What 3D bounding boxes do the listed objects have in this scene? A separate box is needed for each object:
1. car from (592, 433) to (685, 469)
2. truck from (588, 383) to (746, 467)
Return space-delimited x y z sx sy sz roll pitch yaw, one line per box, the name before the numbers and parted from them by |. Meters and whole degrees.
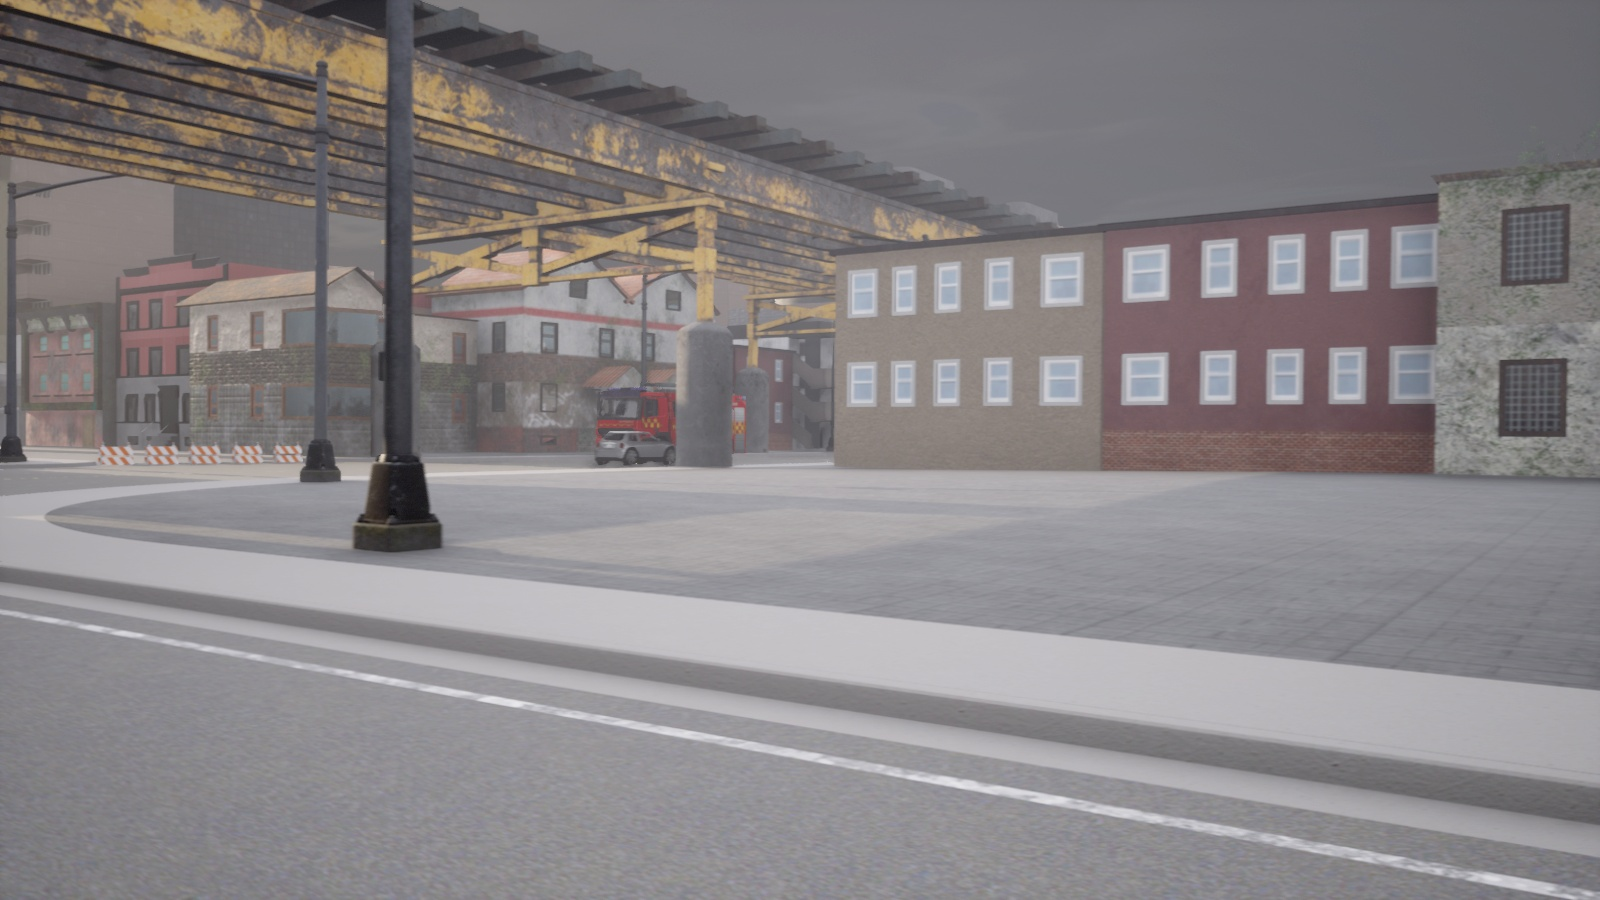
car | -7.039 0.011 54.890 1.970 1.475 3.806 0 1 35
truck | -6.402 -1.221 61.939 2.891 3.827 8.468 0 1 35
